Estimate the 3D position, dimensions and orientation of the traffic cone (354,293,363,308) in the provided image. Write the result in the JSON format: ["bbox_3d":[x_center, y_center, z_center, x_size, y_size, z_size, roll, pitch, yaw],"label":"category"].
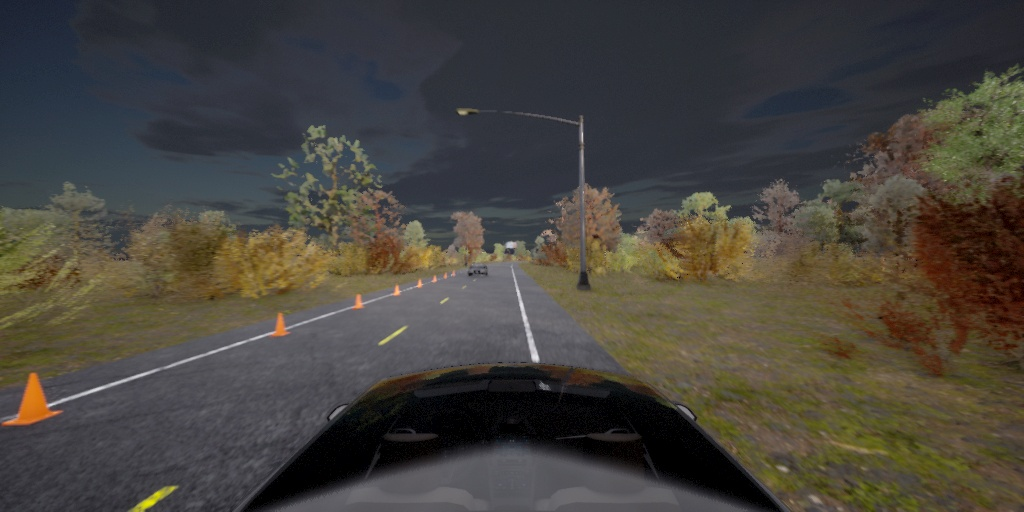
[{"bbox_3d":[-6.252,1.816,14.631,0.340,0.580,0.340,0,0,-1],"label":"traffic cone"}]

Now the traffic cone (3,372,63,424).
[{"bbox_3d":[-6.171,1.803,4.631,0.340,0.580,0.340,0,0,0],"label":"traffic cone"}]

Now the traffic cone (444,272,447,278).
[{"bbox_3d":[-6.413,1.857,34.634,0.340,0.580,0.340,0,0,0],"label":"traffic cone"}]

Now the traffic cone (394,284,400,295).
[{"bbox_3d":[-6.292,1.824,19.632,0.340,0.580,0.340,0,0,0],"label":"traffic cone"}]

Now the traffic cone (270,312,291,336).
[{"bbox_3d":[-6.212,1.809,9.631,0.340,0.580,0.340,0,0,0],"label":"traffic cone"}]

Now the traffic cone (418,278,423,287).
[{"bbox_3d":[-6.333,1.834,24.633,0.340,0.580,0.340,0,0,0],"label":"traffic cone"}]

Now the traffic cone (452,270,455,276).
[{"bbox_3d":[-6.453,1.870,39.635,0.340,0.580,0.340,0,0,0],"label":"traffic cone"}]

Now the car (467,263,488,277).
[{"bbox_3d":[-3.520,1.429,37.682,1.994,1.385,4.181,-1,0,-1],"label":"car"}]

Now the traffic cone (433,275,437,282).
[{"bbox_3d":[-6.373,1.845,29.634,0.340,0.580,0.340,0,0,0],"label":"traffic cone"}]
